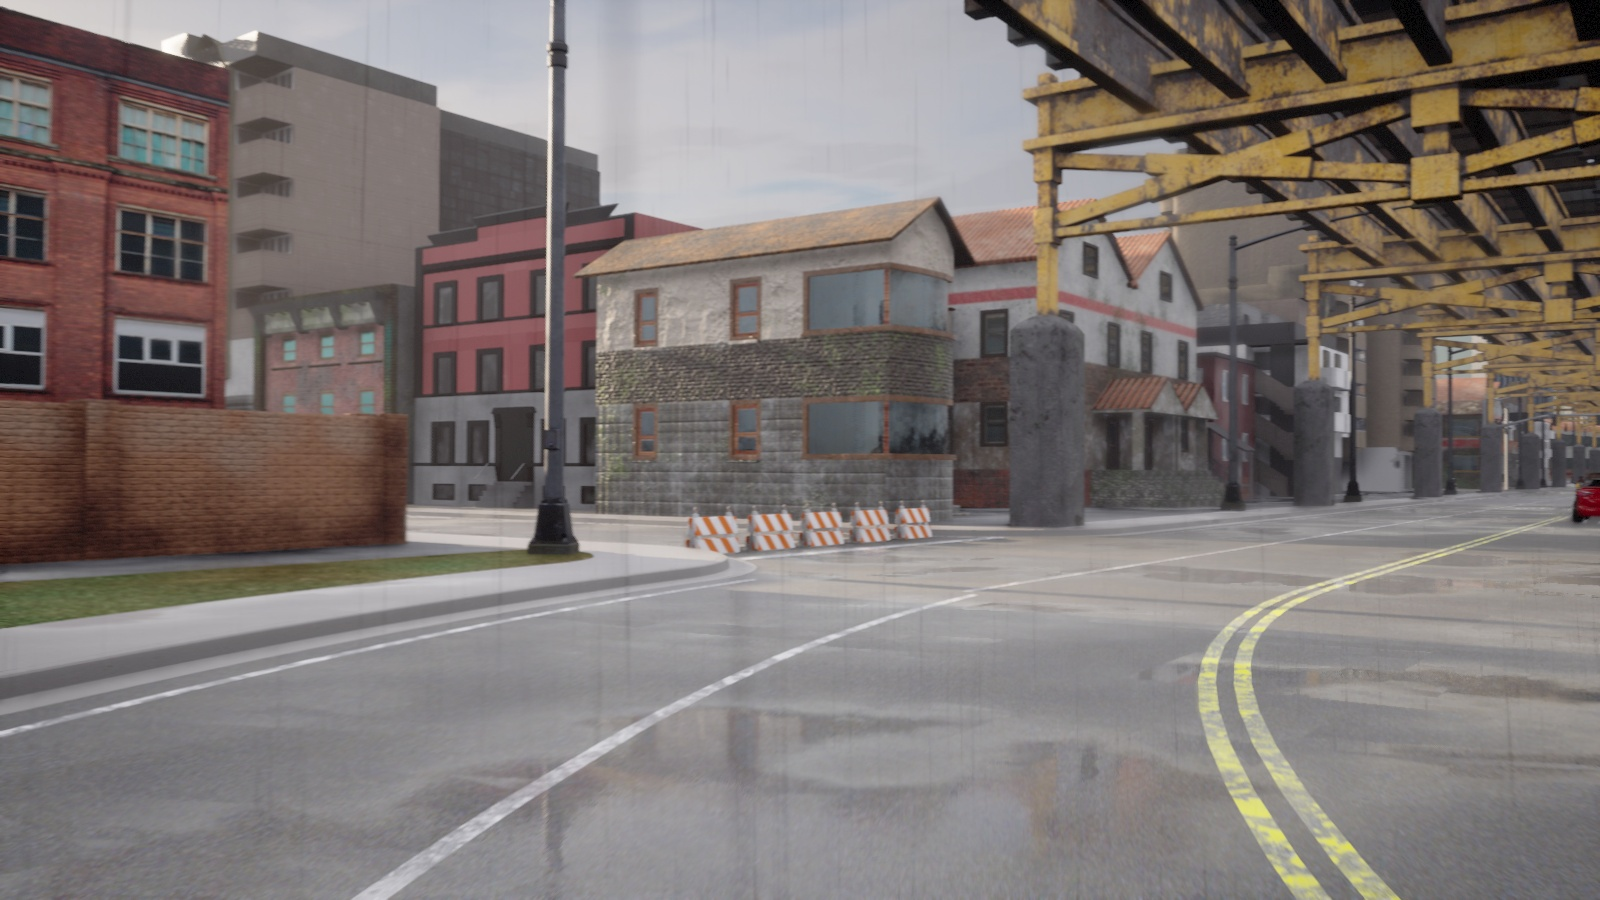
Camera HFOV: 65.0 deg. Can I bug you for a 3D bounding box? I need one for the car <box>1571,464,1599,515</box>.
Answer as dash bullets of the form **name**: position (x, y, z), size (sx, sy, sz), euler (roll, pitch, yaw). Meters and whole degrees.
- **car**: position (27.617, 1.298, 42.468), size (2.242, 1.667, 4.611), euler (-1, -1, 36)
